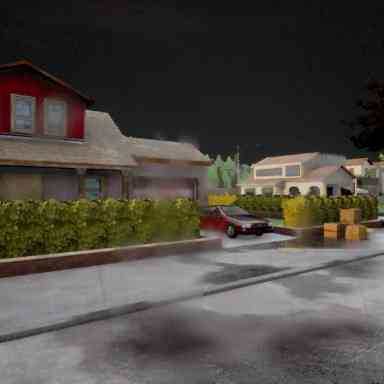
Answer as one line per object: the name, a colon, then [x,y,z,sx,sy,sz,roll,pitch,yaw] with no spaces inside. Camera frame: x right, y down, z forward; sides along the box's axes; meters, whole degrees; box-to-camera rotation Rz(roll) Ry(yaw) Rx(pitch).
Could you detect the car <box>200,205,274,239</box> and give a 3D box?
car: [1.536,1.356,16.530,2.033,1.415,5.357,0,0,-33]
